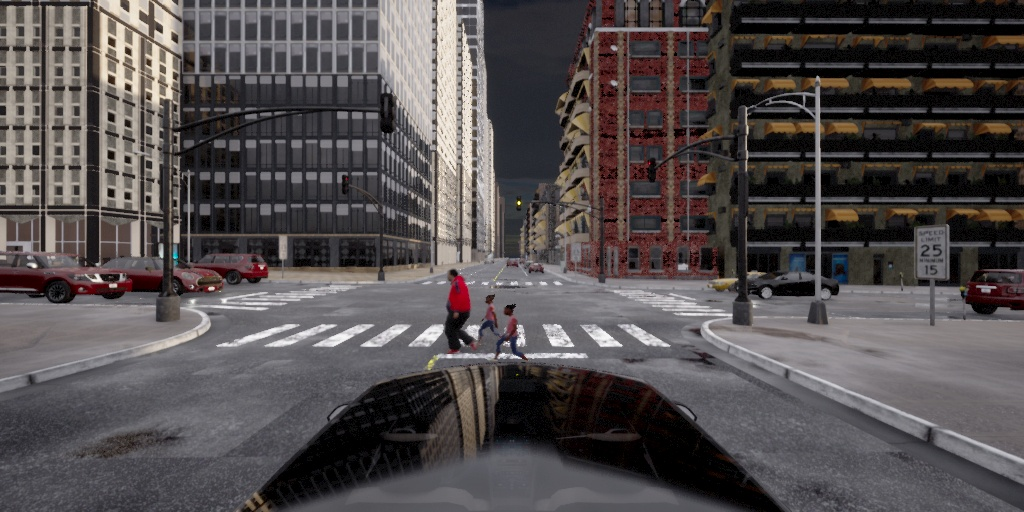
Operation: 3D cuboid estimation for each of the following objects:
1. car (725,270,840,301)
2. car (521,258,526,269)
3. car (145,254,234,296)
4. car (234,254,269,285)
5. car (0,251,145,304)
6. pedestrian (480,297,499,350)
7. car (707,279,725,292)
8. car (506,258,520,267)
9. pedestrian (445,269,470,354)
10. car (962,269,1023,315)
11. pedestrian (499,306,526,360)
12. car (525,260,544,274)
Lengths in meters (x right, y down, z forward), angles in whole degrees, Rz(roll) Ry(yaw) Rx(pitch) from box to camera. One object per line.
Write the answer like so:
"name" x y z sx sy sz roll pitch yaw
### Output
"car" 14.819 1.530 19.517 5.008 1.535 1.882 1 0 0
"car" 2.760 1.310 54.733 2.007 1.370 4.403 0 0 0
"car" -15.725 0.833 16.088 4.553 1.767 2.097 1 0 0
"car" -17.684 0.773 21.863 5.009 1.841 2.192 0 0 0
"car" -17.560 0.755 13.484 5.009 1.841 2.192 0 0 0
"pedestrian" -0.455 1.043 7.942 0.375 1.860 0.375 0 0 0
"car" 14.657 1.584 22.103 4.829 1.417 1.751 0 0 0
"car" 0.082 1.116 63.972 2.097 1.767 4.553 0 0 0
"pedestrian" -1.107 1.043 7.255 0.375 1.860 0.375 0 0 0
"car" 20.614 1.459 13.799 5.009 1.841 2.192 0 0 0
"pedestrian" 0.009 1.043 6.631 0.375 1.860 0.375 0 0 0
"car" 2.793 1.335 41.816 1.802 1.307 4.207 0 0 0
